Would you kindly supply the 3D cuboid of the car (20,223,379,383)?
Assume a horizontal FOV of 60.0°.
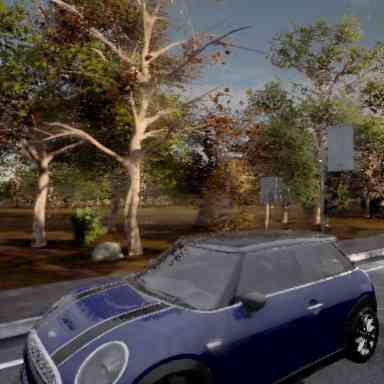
[{"bbox_3d":[0.382,1.357,4.269,4.553,1.767,2.097,0,0,-35],"label":"car"}]
